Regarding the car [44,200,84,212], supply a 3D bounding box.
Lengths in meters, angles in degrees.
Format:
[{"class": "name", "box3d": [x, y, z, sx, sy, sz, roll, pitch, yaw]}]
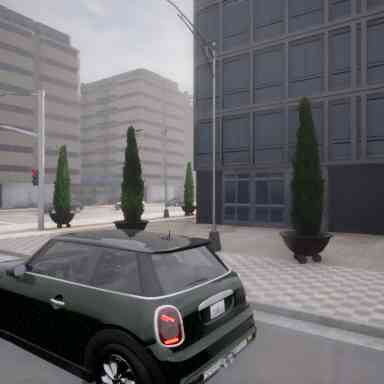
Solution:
[{"class": "car", "box3d": [-14.062, 1.560, 35.955, 1.837, 1.490, 4.892, 0, 0, 35]}]

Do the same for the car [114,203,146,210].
[{"class": "car", "box3d": [-8.168, 1.581, 44.296, 1.812, 1.442, 4.674, 0, 0, 35]}]

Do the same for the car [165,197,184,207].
[{"class": "car", "box3d": [-2.220, 1.560, 52.716, 1.837, 1.490, 4.892, 0, 0, 35]}]

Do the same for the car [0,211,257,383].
[{"class": "car", "box3d": [-1.439, 1.352, 5.018, 4.553, 1.767, 2.097, 0, 0, 35]}]
